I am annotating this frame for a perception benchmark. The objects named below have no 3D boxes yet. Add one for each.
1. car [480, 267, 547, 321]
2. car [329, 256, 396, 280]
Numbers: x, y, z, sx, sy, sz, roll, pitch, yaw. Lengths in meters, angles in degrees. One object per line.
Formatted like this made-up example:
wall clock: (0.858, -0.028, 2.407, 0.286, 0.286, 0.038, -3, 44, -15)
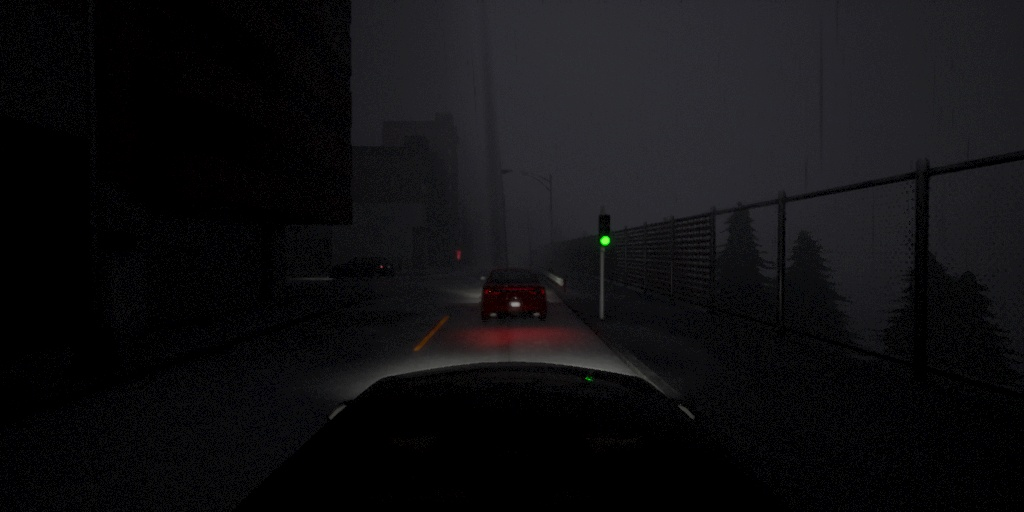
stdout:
car: (-0.027, 1.104, 11.964, 1.882, 1.535, 5.008, 0, 1, -3)
car: (-11.022, 0.805, 26.346, 4.553, 1.767, 2.097, 0, 1, 11)
